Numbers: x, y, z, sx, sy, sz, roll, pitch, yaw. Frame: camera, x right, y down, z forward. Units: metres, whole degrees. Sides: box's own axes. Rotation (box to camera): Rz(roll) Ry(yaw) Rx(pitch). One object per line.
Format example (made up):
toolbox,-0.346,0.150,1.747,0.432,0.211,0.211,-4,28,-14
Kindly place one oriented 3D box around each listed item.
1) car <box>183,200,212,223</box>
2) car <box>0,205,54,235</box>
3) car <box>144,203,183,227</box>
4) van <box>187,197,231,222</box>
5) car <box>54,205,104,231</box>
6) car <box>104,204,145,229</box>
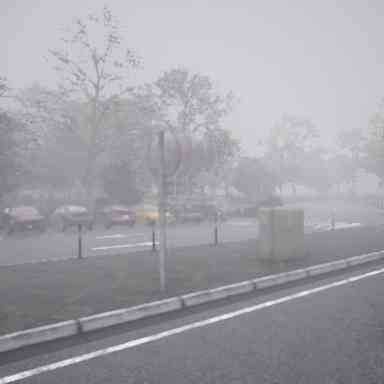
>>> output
car,-0.991,1.647,26.069,2.163,1.488,4.792,0,0,-36
car,-10.007,1.548,19.592,2.097,1.535,5.008,0,0,-36
car,-3.124,1.597,24.278,1.946,1.575,5.366,0,0,-36
van,1.352,1.410,27.564,1.878,1.987,4.442,0,0,-36
car,-7.742,1.567,21.197,2.231,1.521,4.892,0,0,-36
car,-5.506,1.612,22.839,2.163,1.488,4.792,0,0,-36
